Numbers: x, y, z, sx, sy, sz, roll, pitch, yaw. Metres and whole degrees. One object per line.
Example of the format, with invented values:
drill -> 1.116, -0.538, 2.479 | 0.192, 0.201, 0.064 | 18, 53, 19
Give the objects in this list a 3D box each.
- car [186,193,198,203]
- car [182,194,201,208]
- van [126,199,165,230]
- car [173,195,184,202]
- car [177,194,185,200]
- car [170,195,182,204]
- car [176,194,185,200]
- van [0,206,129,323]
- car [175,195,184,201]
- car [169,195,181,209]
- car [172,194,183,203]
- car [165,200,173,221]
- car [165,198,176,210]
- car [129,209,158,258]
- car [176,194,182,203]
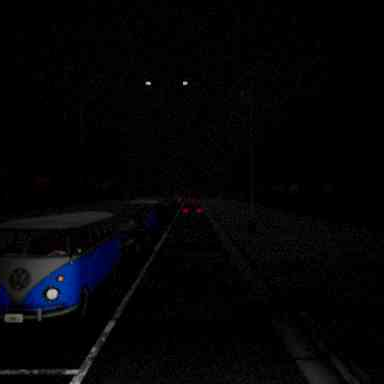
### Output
car -> 0.039, 1.085, 60.637 | 2.097, 1.767, 4.553 | 0, 0, 0
car -> 0.055, 1.152, 44.287 | 2.097, 1.767, 4.553 | 0, 0, 0
van -> -2.644, 1.323, 18.118 | 1.690, 1.788, 3.998 | 1, 0, 0
car -> -2.698, 1.268, 67.978 | 2.008, 1.369, 4.403 | 1, 0, 0
car -> -2.715, 1.248, 84.600 | 2.008, 1.369, 4.403 | 1, 0, 0
car -> -2.685, 1.268, 56.729 | 1.752, 1.417, 4.829 | 1, 0, 0
car -> -2.710, 1.248, 79.059 | 1.887, 1.381, 4.507 | 1, 0, 0
van -> -2.637, 1.351, 7.027 | 1.690, 1.788, 3.998 | 0, 0, 0
car -> -2.704, 1.276, 73.518 | 1.947, 1.339, 4.313 | 1, 0, 0
car -> -2.666, 1.389, 40.280 | 1.947, 1.339, 4.313 | 1, 0, 0
car -> -2.690, 1.167, 62.438 | 1.967, 1.590, 4.097 | 1, 0, 0
car -> -2.650, 1.514, 23.664 | 1.947, 1.339, 4.313 | 1, 0, 0
car -> -2.654, 1.487, 29.204 | 1.802, 1.307, 4.206 | 1, 0, 0
car -> -2.642, 1.553, 12.573 | 2.008, 1.369, 4.403 | 1, 0, 0
car -> -2.673, 1.373, 45.821 | 1.802, 1.307, 4.206 | 1, 0, 0
